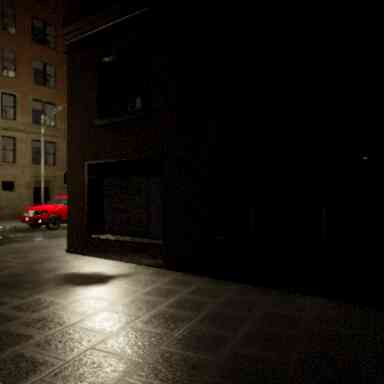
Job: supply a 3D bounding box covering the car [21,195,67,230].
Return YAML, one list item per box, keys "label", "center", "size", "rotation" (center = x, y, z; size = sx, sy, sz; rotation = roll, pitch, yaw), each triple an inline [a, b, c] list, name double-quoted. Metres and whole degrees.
- label: "car"
  center: [-7.822, 1.184, 21.222]
  size: [2.150, 2.045, 5.566]
  rotation: [0, 0, 35]
